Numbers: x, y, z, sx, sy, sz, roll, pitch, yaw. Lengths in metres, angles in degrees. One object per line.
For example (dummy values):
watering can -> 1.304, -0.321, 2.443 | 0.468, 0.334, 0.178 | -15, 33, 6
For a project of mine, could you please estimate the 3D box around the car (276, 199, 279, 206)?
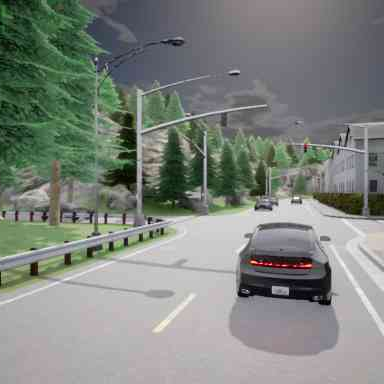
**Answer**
car -> 12.825, 1.564, 53.251 | 1.994, 1.385, 4.181 | 0, 0, 18

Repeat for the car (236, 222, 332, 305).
car -> 2.299, 1.505, 8.222 | 1.837, 1.490, 4.892 | 0, 0, 18

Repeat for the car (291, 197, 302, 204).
car -> 19.598, 1.564, 62.351 | 1.994, 1.385, 4.181 | 0, 0, 18

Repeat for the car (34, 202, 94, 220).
car -> -10.619, 1.563, 27.707 | 5.357, 1.411, 2.033 | 0, 0, 19

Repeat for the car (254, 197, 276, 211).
car -> 8.915, 1.564, 41.089 | 1.994, 1.385, 4.181 | 0, 0, 18
